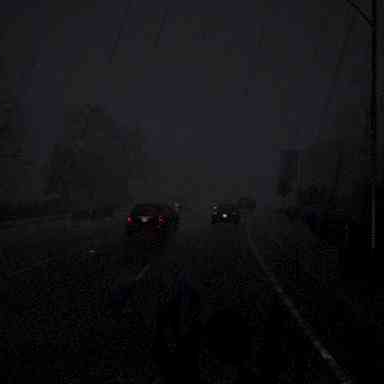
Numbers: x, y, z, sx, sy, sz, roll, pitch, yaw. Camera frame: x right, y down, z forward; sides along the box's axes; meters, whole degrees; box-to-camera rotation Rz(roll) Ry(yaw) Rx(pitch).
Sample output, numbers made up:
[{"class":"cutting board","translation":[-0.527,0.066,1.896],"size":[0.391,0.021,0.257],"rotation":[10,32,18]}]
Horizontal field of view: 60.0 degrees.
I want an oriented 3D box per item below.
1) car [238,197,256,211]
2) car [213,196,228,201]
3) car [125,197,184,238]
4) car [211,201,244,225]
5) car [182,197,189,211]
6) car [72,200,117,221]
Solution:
[{"class":"car","translation":[6.797,1.398,41.544],"size":[2.097,1.767,4.553],"rotation":[0,0,17]},{"class":"car","translation":[5.751,1.506,67.400],"size":[2.128,1.511,4.902],"rotation":[0,0,26]},{"class":"car","translation":[-1.999,1.358,18.110],"size":[2.097,1.767,4.553],"rotation":[0,0,7]},{"class":"car","translation":[2.576,1.587,24.581],"size":[1.994,1.385,4.181],"rotation":[0,0,10]},{"class":"car","translation":[-1.910,1.363,37.364],"size":[2.097,1.767,4.553],"rotation":[0,0,15]},{"class":"car","translation":[-7.851,1.468,27.083],"size":[1.882,1.535,5.008],"rotation":[0,0,11]}]
